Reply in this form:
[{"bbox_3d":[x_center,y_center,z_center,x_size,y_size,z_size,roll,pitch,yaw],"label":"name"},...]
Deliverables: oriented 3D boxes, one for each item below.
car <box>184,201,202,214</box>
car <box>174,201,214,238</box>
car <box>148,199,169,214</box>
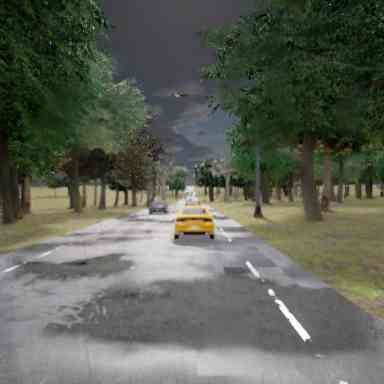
[{"bbox_3d":[0.111,1.685,36.967,1.895,1.301,4.718,0,-1,0],"label":"car"},{"bbox_3d":[0.106,1.458,17.500,1.882,1.535,5.008,0,0,0],"label":"car"},{"bbox_3d":[-3.489,1.576,35.619,1.837,1.490,4.892,0,-1,0],"label":"car"}]
